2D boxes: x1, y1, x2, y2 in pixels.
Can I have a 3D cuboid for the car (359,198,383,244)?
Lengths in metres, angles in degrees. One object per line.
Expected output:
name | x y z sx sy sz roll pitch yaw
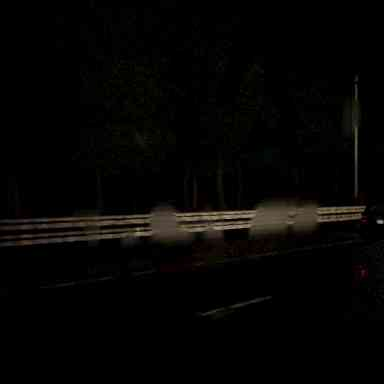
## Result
car | 9.816 1.316 15.036 5.566 2.045 2.150 0 0 -35
